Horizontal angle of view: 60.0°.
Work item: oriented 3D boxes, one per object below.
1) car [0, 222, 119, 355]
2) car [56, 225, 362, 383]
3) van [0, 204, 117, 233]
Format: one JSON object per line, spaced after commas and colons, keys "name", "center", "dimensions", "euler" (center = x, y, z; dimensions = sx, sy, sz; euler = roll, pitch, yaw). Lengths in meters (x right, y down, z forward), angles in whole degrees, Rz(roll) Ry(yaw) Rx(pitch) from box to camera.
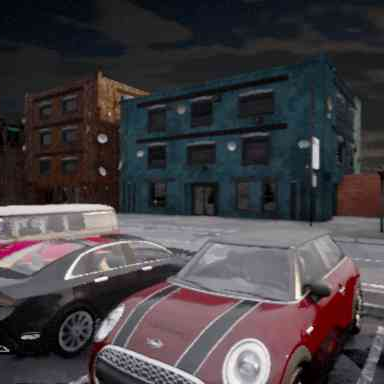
{"name": "car", "center": [-1.520, 1.514, 6.226], "dimensions": [2.231, 1.521, 4.892], "euler": [0, 0, 36]}
{"name": "car", "center": [0.868, 1.367, 4.567], "dimensions": [2.185, 1.767, 4.553], "euler": [0, 0, 36]}
{"name": "van", "center": [-3.850, 1.305, 7.756], "dimensions": [1.878, 1.987, 4.442], "euler": [0, 0, 36]}
